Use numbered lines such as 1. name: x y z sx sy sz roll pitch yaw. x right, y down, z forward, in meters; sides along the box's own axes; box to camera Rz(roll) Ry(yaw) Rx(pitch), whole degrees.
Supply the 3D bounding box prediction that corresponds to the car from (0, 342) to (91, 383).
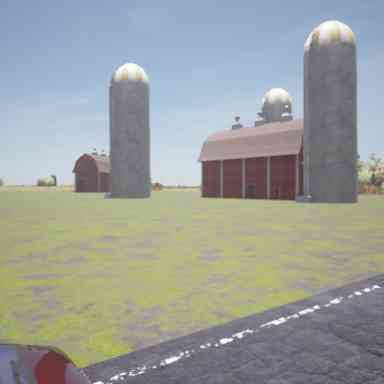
1. car: -2.426 1.573 1.347 4.181 1.385 1.994 0 0 -35
